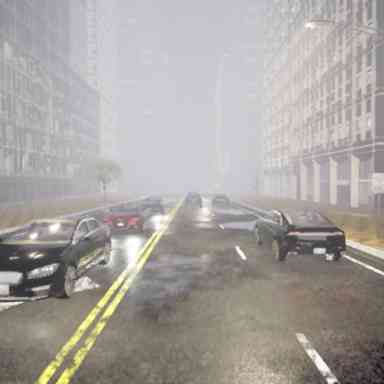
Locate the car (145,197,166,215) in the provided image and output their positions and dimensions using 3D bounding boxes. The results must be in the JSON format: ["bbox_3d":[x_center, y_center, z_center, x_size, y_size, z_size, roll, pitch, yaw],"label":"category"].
[{"bbox_3d":[-3.220,1.079,27.436,1.994,1.385,4.181,0,1,0],"label":"car"}]

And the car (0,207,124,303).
[{"bbox_3d":[-3.337,1.377,8.201,2.128,1.511,4.902,0,1,0],"label":"car"}]

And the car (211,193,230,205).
[{"bbox_3d":[3.304,0.820,39.245,1.994,1.385,4.181,0,1,0],"label":"car"}]

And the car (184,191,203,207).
[{"bbox_3d":[0.144,0.821,36.226,2.128,1.511,4.902,0,1,0],"label":"car"}]

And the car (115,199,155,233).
[{"bbox_3d":[-3.305,1.273,17.411,1.994,1.385,4.181,0,1,0],"label":"car"}]

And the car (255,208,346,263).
[{"bbox_3d":[3.360,1.288,11.163,2.128,1.511,4.902,0,1,0],"label":"car"}]

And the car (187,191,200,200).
[{"bbox_3d":[0.166,0.521,54.259,2.033,1.411,5.357,0,1,0],"label":"car"}]
